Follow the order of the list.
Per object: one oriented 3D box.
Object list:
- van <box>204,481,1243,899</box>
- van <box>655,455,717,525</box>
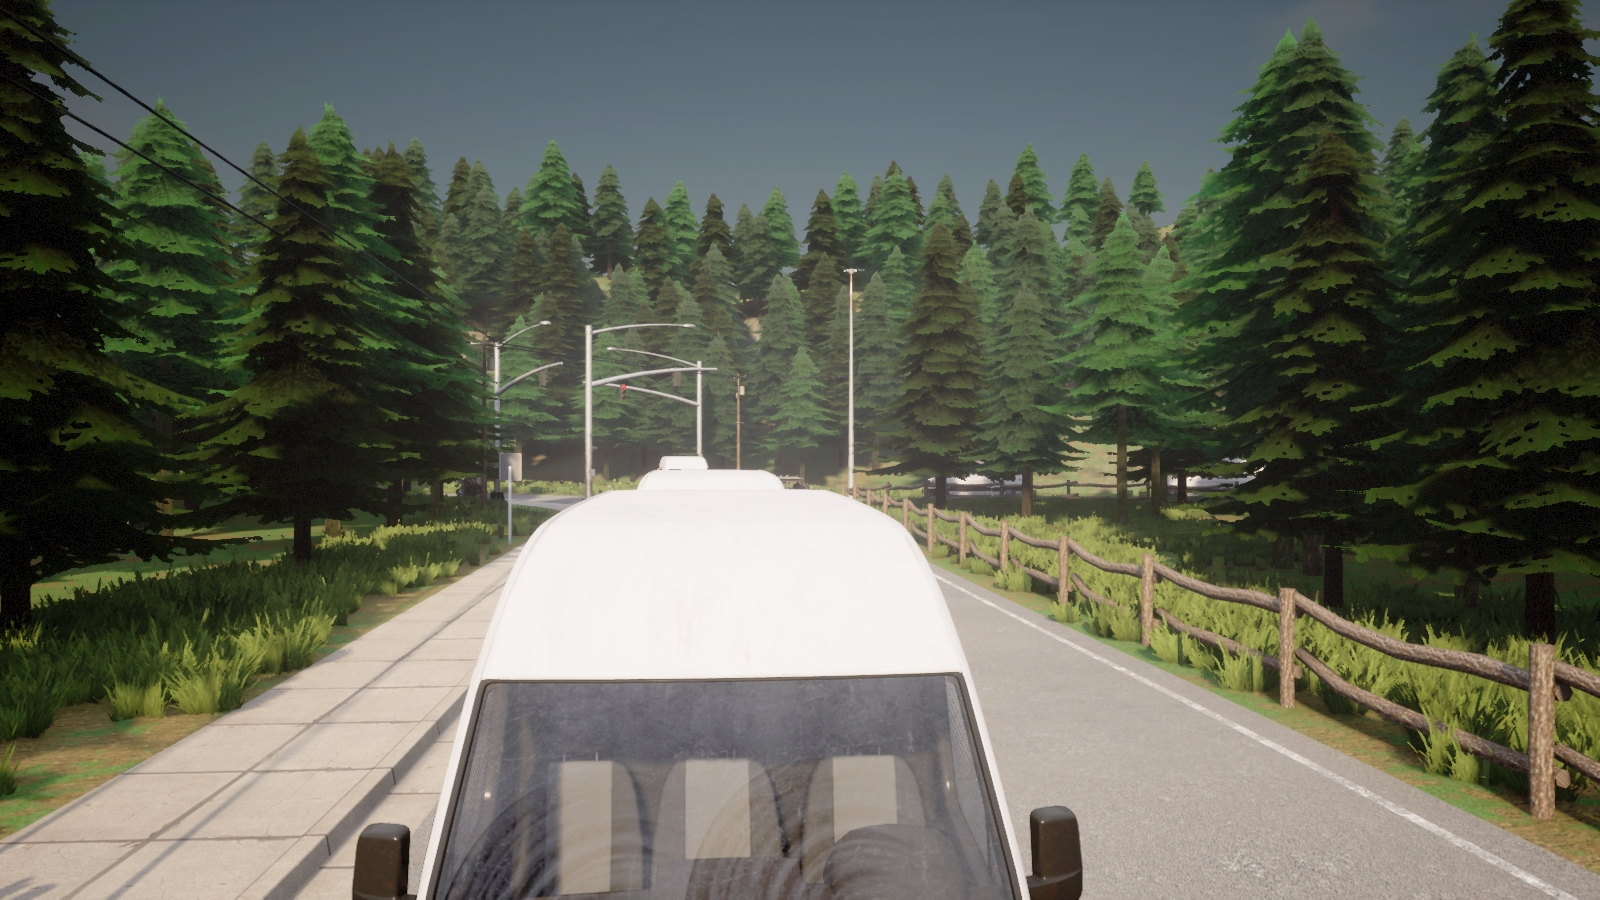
[{"bbox_3d":[-0.346,1.499,5.138,1.988,2.561,5.915,0,0,-5],"label":"van"},{"bbox_3d":[-4.610,1.506,45.493,1.988,2.561,5.915,0,0,-10],"label":"van"}]
